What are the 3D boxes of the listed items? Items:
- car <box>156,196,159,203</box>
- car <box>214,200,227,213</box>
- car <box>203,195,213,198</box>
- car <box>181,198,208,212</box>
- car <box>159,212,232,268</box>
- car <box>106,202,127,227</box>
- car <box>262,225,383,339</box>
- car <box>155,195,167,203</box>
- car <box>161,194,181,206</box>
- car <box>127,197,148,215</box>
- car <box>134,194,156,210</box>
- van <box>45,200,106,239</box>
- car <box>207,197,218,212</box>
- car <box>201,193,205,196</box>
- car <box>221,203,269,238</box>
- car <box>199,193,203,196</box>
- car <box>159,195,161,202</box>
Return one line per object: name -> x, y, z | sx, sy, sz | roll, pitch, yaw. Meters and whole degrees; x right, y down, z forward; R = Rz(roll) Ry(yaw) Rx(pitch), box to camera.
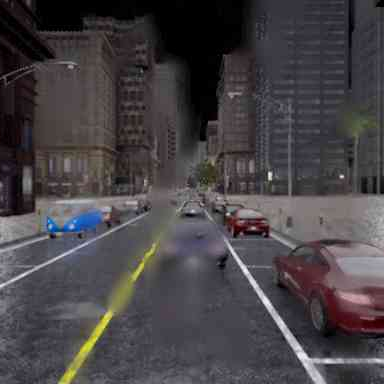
car -> -5.753, 1.280, 43.029 | 1.967, 1.590, 4.097 | 0, 0, 0
car -> 2.767, 1.487, 22.586 | 1.947, 1.339, 4.313 | 0, 0, 0
car -> 2.772, 1.417, 44.184 | 1.802, 1.307, 4.206 | 0, 0, 0
car -> 0.077, 1.466, 28.036 | 1.994, 1.385, 4.181 | 0, 0, 0
car -> 0.062, 1.562, 11.073 | 1.895, 1.301, 4.718 | 0, 0, 0
car -> -5.757, 1.506, 21.825 | 1.802, 1.307, 4.206 | 0, 0, 0
car -> 2.765, 1.559, 6.388 | 1.802, 1.307, 4.206 | 0, 0, 0
car -> -5.749, 1.309, 62.358 | 1.802, 1.307, 4.206 | 0, 0, 0
car -> -3.073, 1.409, 49.301 | 1.895, 1.301, 4.718 | 0, 0, 0
car -> -5.756, 1.468, 32.427 | 1.802, 1.307, 4.206 | 0, 0, 0
car -> -5.755, 1.180, 37.727 | 2.192, 1.841, 5.009 | 0, 0, 0
van -> -5.758, 1.283, 16.524 | 1.690, 1.788, 3.998 | 0, 0, 0
car -> 2.769, 1.448, 33.385 | 1.947, 1.339, 4.313 | 0, 0, 0
car -> 2.775, 1.341, 54.986 | 1.947, 1.339, 4.313 | 0, 0, 0
car -> 2.767, 1.485, 17.186 | 1.887, 1.381, 4.507 | 0, 0, 0
car -> 2.776, 1.293, 62.351 | 1.947, 1.339, 4.313 | 0, 0, 0
car -> -7.488, 1.154, 56.433 | 4.403, 1.369, 2.008 | -1, 1, -9
